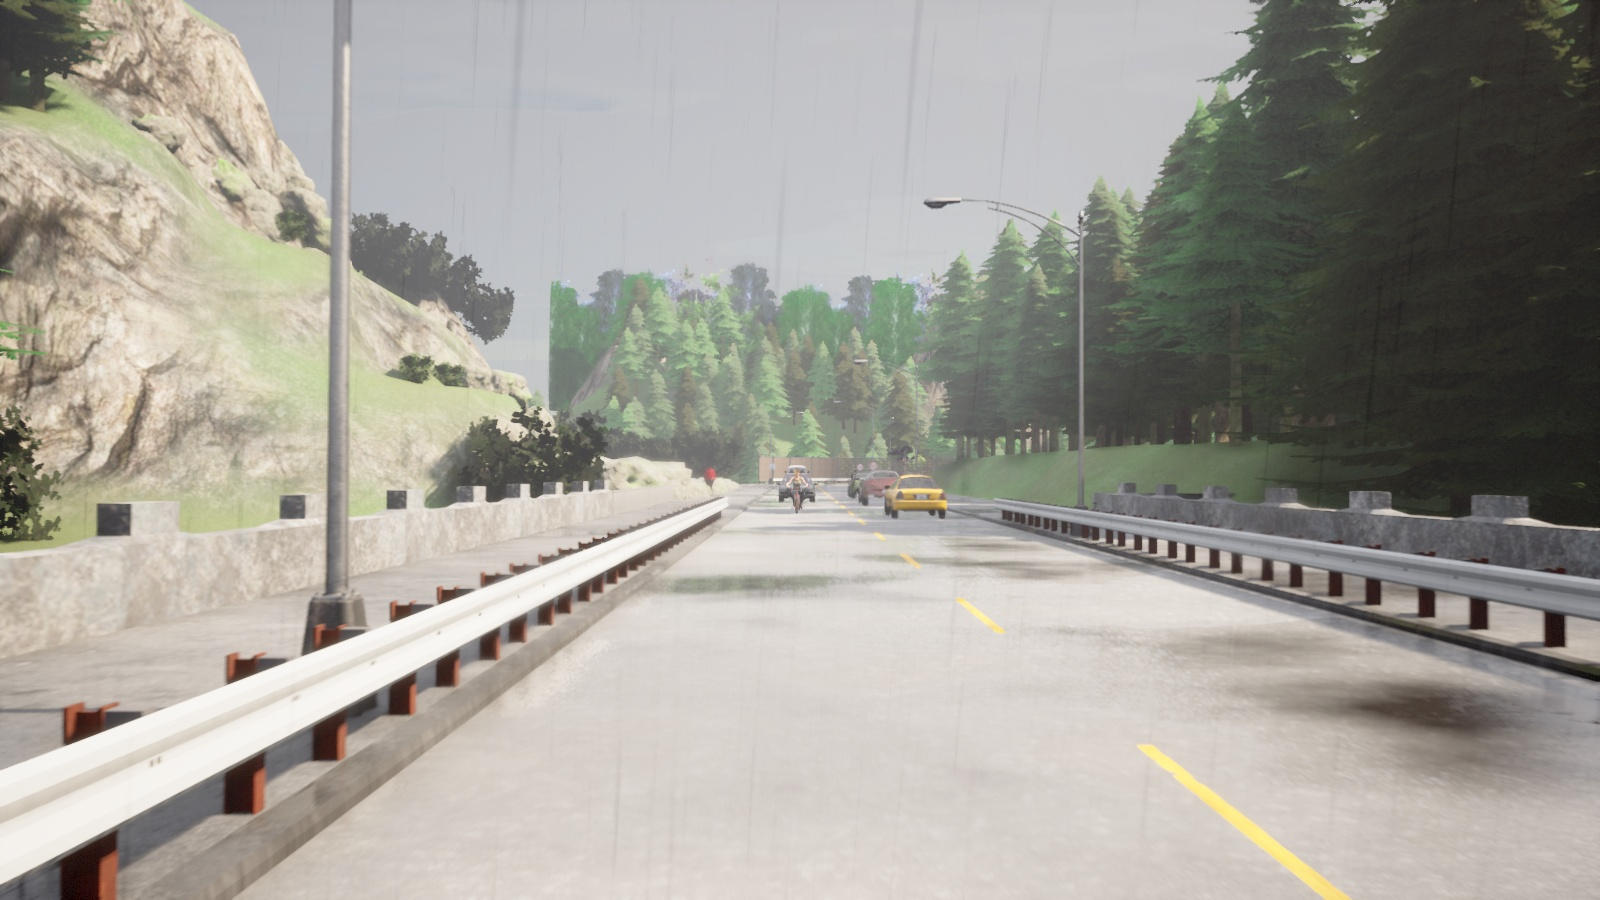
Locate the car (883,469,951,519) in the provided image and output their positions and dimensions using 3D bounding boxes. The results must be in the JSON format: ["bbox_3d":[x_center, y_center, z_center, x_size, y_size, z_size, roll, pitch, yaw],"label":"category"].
[{"bbox_3d":[3.909,1.460,42.881,1.801,1.575,5.366,0,-1,0],"label":"car"}]

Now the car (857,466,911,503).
[{"bbox_3d":[3.872,1.563,58.815,2.152,1.651,5.027,0,-1,0],"label":"car"}]

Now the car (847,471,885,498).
[{"bbox_3d":[3.838,1.982,73.795,2.007,1.525,4.514,0,-1,0],"label":"car"}]

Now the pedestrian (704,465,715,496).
[{"bbox_3d":[-5.438,1.815,75.798,0.634,1.844,0.899,0,-1,-2],"label":"pedestrian"}]

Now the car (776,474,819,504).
[{"bbox_3d":[-0.135,1.912,62.712,2.033,1.411,5.357,0,-1,0],"label":"car"}]
